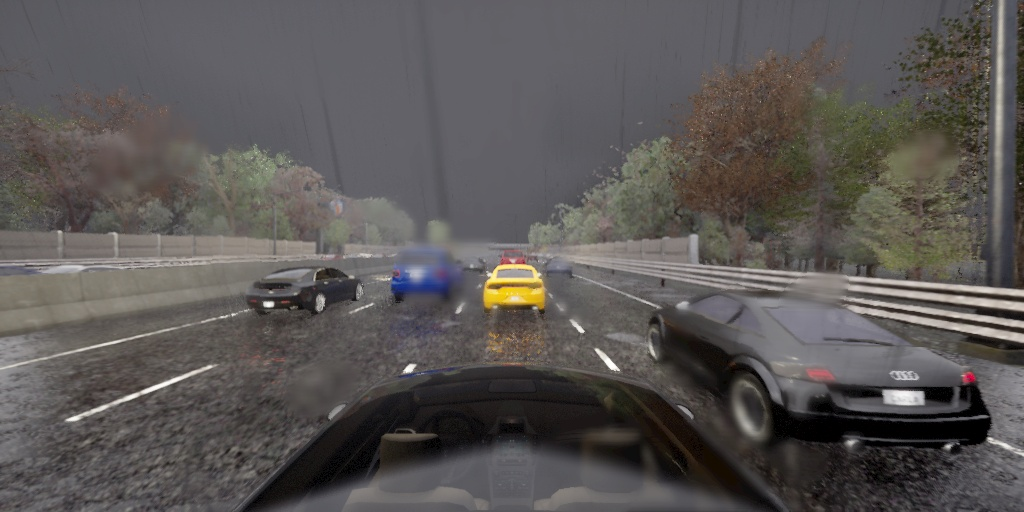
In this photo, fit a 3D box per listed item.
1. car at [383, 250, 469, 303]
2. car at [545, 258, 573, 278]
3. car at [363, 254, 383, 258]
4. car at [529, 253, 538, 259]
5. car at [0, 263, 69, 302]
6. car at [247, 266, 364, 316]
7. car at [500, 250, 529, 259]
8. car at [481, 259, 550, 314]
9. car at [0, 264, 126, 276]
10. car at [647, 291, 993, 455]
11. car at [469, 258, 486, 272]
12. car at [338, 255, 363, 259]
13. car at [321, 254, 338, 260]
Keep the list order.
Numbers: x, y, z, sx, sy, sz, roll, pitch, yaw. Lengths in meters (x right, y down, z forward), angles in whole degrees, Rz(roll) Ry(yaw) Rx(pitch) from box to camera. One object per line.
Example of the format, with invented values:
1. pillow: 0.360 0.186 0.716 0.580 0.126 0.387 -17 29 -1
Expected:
1. car: -3.400 0.760 15.436 2.150 2.045 5.566 0 1 0
2. car: 3.500 0.838 27.792 1.994 1.385 4.181 0 1 0
3. car: -21.043 0.406 56.550 1.882 1.535 5.008 0 1 1
4. car: 3.501 0.231 63.785 1.882 1.535 5.008 0 1 0
5. car: -21.099 1.086 14.010 1.812 1.442 4.674 0 1 0
6. car: -6.900 1.087 12.584 1.837 1.490 4.892 0 1 0
7. car: 0.099 0.514 31.816 2.150 2.045 5.566 0 1 0
8. car: 0.102 1.054 12.958 1.882 1.535 5.008 0 1 0
9. car: -17.587 1.080 14.429 1.812 1.442 4.674 0 1 0
10. car: 3.503 1.181 5.148 1.994 1.385 4.181 0 1 2
11. car: -3.397 0.838 33.060 1.994 1.385 4.181 0 1 0
12. car: -24.533 0.480 56.227 2.033 1.411 5.357 0 1 1
13. car: -28.037 0.460 56.105 1.812 1.442 4.674 0 1 1
